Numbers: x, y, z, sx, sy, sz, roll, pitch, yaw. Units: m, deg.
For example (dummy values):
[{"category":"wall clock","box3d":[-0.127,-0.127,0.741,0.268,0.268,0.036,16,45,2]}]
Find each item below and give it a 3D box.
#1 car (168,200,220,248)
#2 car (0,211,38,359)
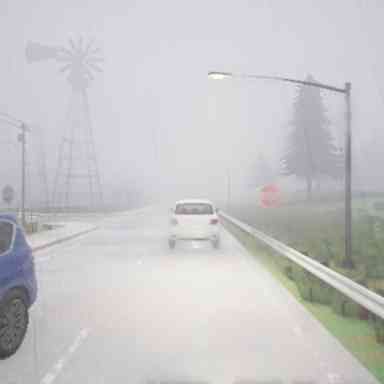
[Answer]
[{"category":"car","box3d":[0.095,1.374,15.710,2.150,2.045,5.566,0,-1,0]},{"category":"car","box3d":[-3.562,1.255,3.137,2.150,2.045,5.566,0,-1,0]}]
